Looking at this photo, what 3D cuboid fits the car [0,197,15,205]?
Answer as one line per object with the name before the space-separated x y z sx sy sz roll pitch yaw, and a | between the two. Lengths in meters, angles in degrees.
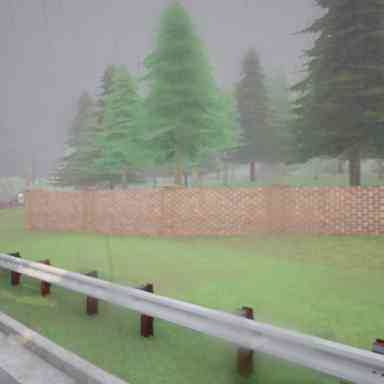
car | -43.899 2.357 78.532 2.097 1.767 4.553 0 -1 -20
